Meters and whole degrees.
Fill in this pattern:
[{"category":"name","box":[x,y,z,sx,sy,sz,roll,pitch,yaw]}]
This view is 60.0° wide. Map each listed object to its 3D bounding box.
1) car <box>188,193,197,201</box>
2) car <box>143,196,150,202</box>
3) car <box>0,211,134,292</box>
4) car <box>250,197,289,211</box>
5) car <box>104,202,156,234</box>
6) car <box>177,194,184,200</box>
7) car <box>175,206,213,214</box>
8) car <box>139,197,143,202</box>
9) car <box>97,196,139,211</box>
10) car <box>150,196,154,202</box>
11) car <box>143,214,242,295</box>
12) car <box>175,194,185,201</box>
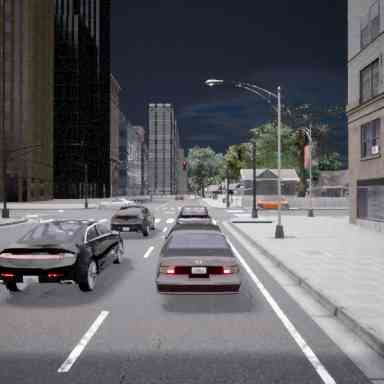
[{"category":"car","box":[0.089,1.511,84.023,1.812,1.442,4.674,0,0,0]},{"category":"car","box":[-9.726,1.595,63.196,1.895,1.301,4.718,0,0,1]},{"category":"car","box":[-3.142,1.492,8.930,2.128,1.511,4.902,0,0,0]},{"category":"car","box":[9.488,1.401,40.831,4.553,1.767,2.097,0,-1,0]},{"category":"car","box":[-3.131,1.504,18.190,1.837,1.490,4.892,0,0,0]},{"category":"car","box":[-3.150,1.311,94.032,1.882,1.535,5.008,0,0,0]},{"category":"car","box":[0.117,1.491,17.910,2.128,1.511,4.902,0,0,0]},{"category":"car","box":[-9.769,1.487,53.876,2.128,1.511,4.902,0,0,1]},{"category":"car","box":[-9.341,1.522,41.006,4.674,1.442,1.812,0,0,0]},{"category":"car","box":[-9.672,1.517,73.308,1.812,1.442,4.674,0,0,0]},{"category":"car","box":[0.100,1.545,8.857,2.033,1.411,5.357,0,0,-1]},{"category":"car","box":[-3.161,1.342,83.997,2.097,1.767,4.553,0,0,0]}]
